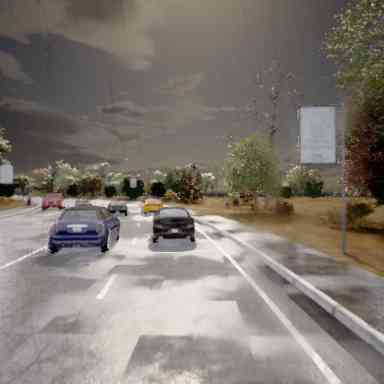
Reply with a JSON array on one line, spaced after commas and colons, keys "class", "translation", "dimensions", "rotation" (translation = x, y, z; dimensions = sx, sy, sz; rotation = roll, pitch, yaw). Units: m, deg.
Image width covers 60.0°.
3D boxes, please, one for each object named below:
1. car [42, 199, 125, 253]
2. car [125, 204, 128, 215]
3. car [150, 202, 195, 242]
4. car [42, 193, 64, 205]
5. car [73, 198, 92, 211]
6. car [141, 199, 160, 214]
[{"class": "car", "translation": [-4.256, 1.340, 13.884], "dimensions": [2.097, 1.767, 4.553], "rotation": [0, 0, -5]}, {"class": "car", "translation": [-7.365, 1.564, 32.812], "dimensions": [1.895, 1.301, 4.718], "rotation": [0, 0, -13]}, {"class": "car", "translation": [-0.986, 1.456, 16.273], "dimensions": [1.882, 1.535, 5.008], "rotation": [0, 0, -6]}, {"class": "car", "translation": [-16.888, 1.182, 40.583], "dimensions": [2.150, 2.045, 5.566], "rotation": [0, 0, -17]}, {"class": "car", "translation": [-13.137, 1.522, 40.168], "dimensions": [1.994, 1.385, 4.181], "rotation": [0, 0, -16]}, {"class": "car", "translation": [-4.154, 1.436, 34.377], "dimensions": [1.882, 1.535, 5.008], "rotation": [0, 0, -13]}]
